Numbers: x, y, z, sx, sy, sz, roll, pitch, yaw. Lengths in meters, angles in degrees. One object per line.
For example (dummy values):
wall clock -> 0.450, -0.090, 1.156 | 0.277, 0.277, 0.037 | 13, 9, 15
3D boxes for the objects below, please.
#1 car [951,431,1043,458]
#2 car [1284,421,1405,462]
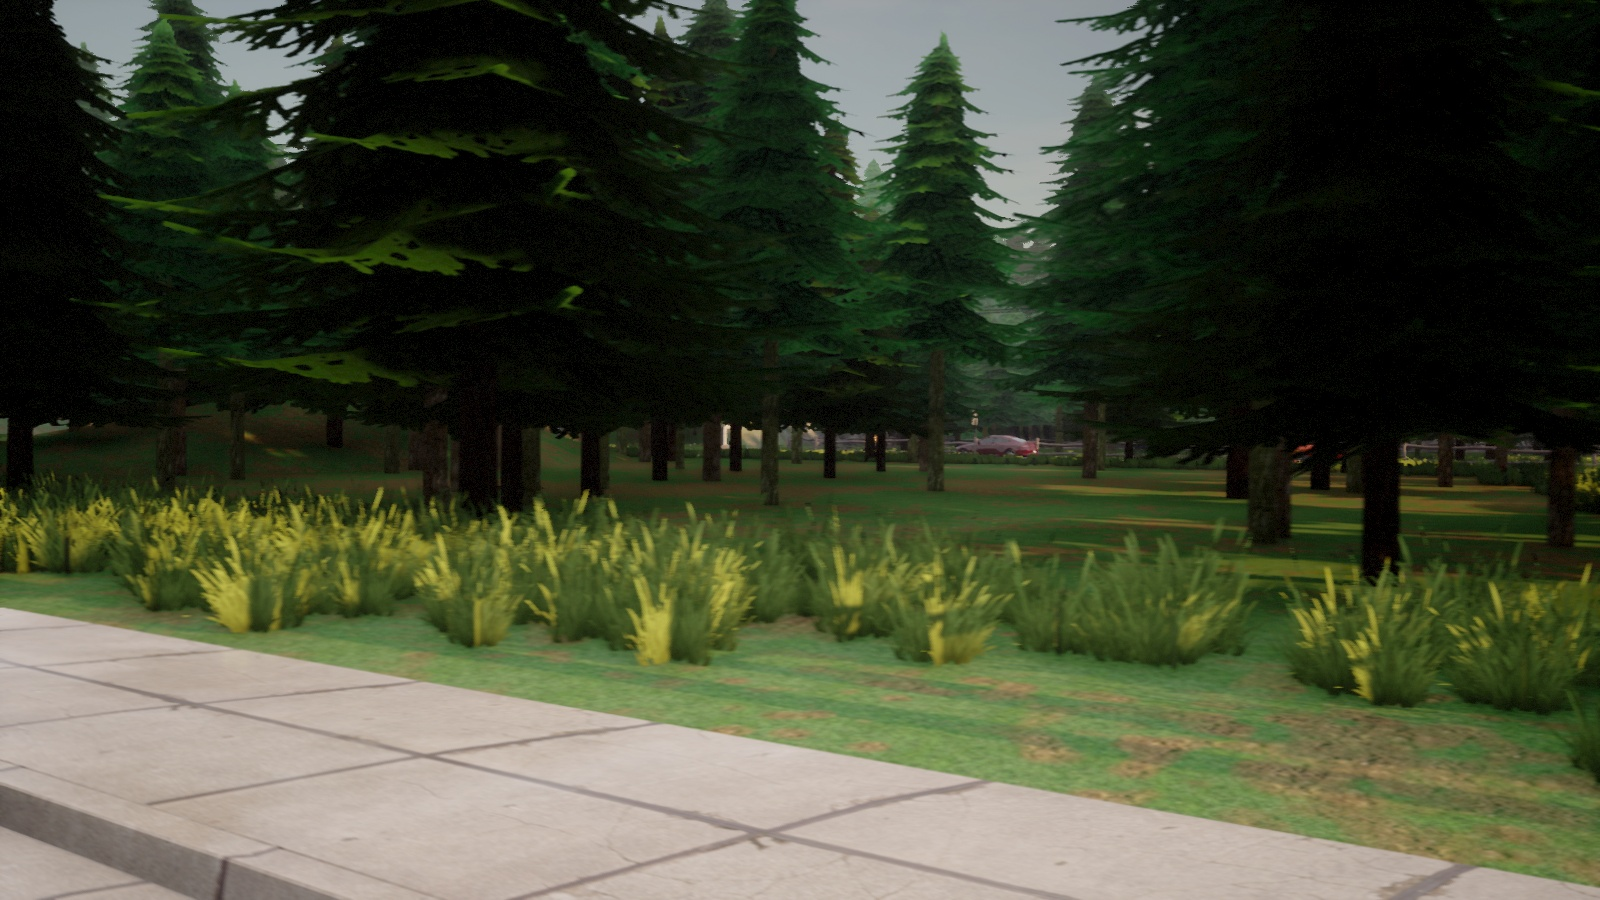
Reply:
car -> 10.855, -0.288, 69.396 | 4.674, 1.442, 1.812 | 0, 1, 36
car -> 24.059, -0.387, 55.558 | 4.553, 1.767, 2.097 | 0, 1, 36
